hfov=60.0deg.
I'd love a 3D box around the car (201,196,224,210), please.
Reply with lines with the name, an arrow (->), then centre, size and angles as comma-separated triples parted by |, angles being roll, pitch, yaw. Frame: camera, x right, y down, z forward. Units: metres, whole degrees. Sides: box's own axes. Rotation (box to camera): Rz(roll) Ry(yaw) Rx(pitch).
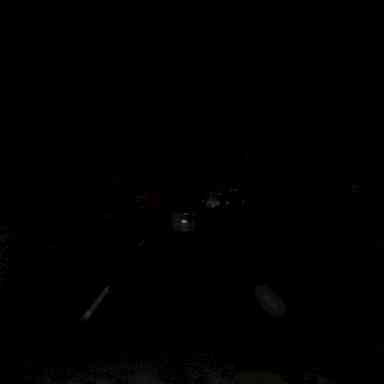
car -> 2.359, 1.371, 40.191 | 1.812, 1.442, 4.674 | 0, 0, -2

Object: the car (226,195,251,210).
car -> 5.845, 1.185, 40.679 | 2.097, 1.767, 4.553 | 0, 0, -2

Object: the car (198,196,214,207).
car -> 2.078, 1.358, 49.774 | 2.033, 1.411, 5.357 | 0, 0, -2

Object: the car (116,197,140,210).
car -> -8.090, 1.419, 41.310 | 2.033, 1.411, 5.357 | 0, 0, -2

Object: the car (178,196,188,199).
car -> -1.270, 1.333, 47.977 | 1.837, 1.490, 4.892 | 0, 0, -2

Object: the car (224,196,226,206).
car -> 5.574, 1.292, 49.981 | 2.128, 1.511, 4.902 | 0, 0, -2

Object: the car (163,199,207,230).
car -> -0.466, 1.418, 20.379 | 2.128, 1.511, 4.902 | 0, 0, -2

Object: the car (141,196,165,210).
car -> -4.651, 1.370, 40.403 | 1.837, 1.490, 4.892 | 0, 0, -2
